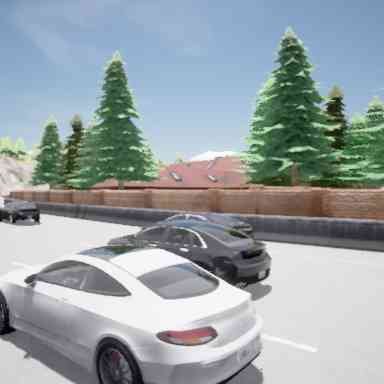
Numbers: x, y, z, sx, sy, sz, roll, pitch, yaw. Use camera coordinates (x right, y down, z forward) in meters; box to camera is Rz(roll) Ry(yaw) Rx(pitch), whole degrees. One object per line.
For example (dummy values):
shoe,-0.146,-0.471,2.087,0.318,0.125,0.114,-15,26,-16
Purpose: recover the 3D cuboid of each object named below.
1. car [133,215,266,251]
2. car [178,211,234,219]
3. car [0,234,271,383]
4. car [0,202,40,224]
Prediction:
car,-0.378,1.517,8.740,4.892,1.490,1.837,1,0,39
car,0.030,1.508,12.894,4.902,1.511,2.128,0,0,39
car,-1.259,1.528,4.964,4.674,1.442,1.812,0,0,38
car,-12.845,1.485,24.614,1.837,1.490,4.892,0,0,-44
